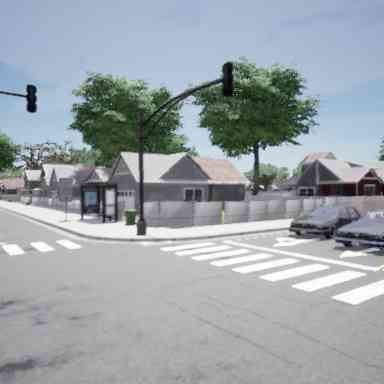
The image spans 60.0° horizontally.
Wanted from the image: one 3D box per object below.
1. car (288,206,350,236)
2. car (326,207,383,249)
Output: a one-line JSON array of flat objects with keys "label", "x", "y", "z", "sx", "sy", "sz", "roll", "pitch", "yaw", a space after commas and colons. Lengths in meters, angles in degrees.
[{"label": "car", "x": 7.149, "y": 1.420, "z": 16.806, "sx": 5.357, "sy": 1.411, "sz": 2.033, "roll": -1, "pitch": 0, "yaw": -38}, {"label": "car", "x": 7.980, "y": 1.433, "z": 13.362, "sx": 5.357, "sy": 1.411, "sz": 2.033, "roll": -1, "pitch": 0, "yaw": -35}]
